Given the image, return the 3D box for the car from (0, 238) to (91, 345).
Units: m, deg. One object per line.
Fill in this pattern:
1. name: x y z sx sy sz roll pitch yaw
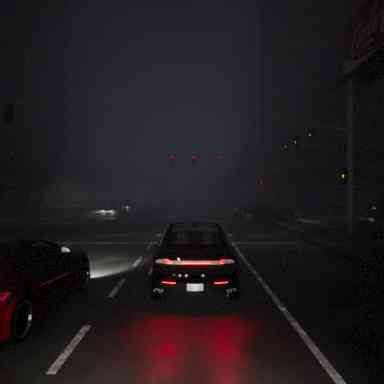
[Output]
1. car: -3.442 1.564 6.395 1.994 1.385 4.181 0 0 0

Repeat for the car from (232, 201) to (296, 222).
1. car: 5.568 1.505 25.770 4.892 1.490 1.837 0 0 0

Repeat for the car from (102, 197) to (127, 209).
1. car: -10.588 1.491 44.369 2.128 1.511 4.902 0 0 0

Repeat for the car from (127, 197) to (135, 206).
1. car: -10.574 1.547 54.112 2.033 1.411 5.357 0 0 0

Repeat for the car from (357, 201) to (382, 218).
1. car: 17.704 1.352 29.537 4.553 1.767 2.097 0 0 0

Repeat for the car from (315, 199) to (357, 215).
1. car: 14.807 1.491 33.024 4.902 1.511 2.128 0 0 0

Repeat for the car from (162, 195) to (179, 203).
1. car: -4.599 1.326 70.581 2.097 1.767 4.553 0 0 -27

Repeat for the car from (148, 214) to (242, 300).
1. car: 0.068 1.492 8.372 2.128 1.511 4.902 0 0 0
